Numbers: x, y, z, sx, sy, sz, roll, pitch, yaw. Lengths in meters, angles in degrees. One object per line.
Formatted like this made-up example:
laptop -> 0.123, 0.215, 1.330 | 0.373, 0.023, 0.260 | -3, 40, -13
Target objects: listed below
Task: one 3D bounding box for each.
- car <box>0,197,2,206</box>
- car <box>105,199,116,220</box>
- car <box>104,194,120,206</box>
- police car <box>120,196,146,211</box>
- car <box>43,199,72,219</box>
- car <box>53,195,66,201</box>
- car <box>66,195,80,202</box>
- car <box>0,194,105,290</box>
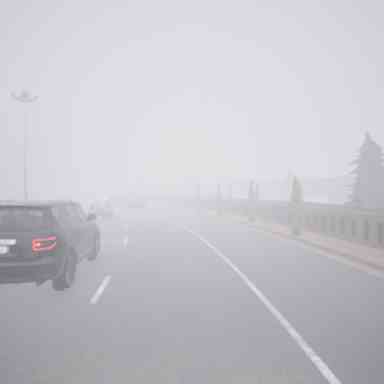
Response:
car -> -33.818, 1.618, 56.894 | 2.033, 1.411, 5.357 | -1, 0, -32
car -> -7.538, 1.552, 27.369 | 1.895, 1.301, 4.718 | 0, 0, -16
car -> -11.417, 1.402, 49.124 | 1.837, 1.490, 4.892 | -1, 0, -28
police car -> -6.805, 1.327, 39.255 | 1.930, 1.638, 5.238 | -1, 0, -22
car -> -12.188, 1.465, 30.419 | 2.128, 1.511, 4.902 | 0, 0, -18
car -> -32.124, 1.346, 80.428 | 2.033, 1.411, 5.357 | -1, 0, -33
car -> -24.763, 1.313, 69.027 | 1.812, 1.442, 4.674 | -1, 0, -33
car -> -4.015, 1.210, 9.102 | 2.150, 2.045, 5.566 | 0, 0, -6
